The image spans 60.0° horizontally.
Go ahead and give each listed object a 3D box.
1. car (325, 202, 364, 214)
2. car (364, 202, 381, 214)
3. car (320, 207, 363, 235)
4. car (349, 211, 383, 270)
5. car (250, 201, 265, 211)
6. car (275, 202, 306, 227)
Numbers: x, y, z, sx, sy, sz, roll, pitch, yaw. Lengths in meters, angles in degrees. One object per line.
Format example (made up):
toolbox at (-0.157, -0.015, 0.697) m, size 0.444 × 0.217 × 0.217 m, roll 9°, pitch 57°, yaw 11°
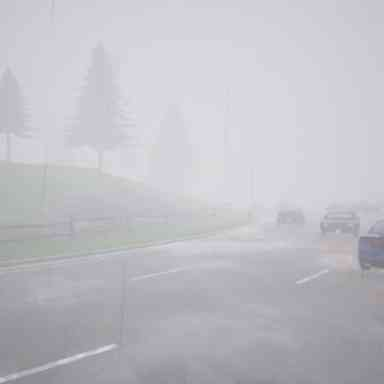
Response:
car at (17.705, 1.951, 39.658) m, size 2.033 × 1.411 × 5.357 m, roll -1°, pitch -1°, yaw -2°
car at (20.839, 1.889, 39.946) m, size 1.812 × 1.442 × 4.674 m, roll 0°, pitch -1°, yaw 2°
car at (8.812, 1.804, 19.617) m, size 1.895 × 1.301 × 4.718 m, roll -1°, pitch -1°, yaw 28°
car at (6.809, 1.563, 10.669) m, size 1.882 × 1.535 × 5.008 m, roll -1°, pitch 0°, yaw 40°
car at (10.719, 2.237, 54.476) m, size 2.128 × 1.511 × 4.902 m, roll -1°, pitch -1°, yaw 1°
car at (7.792, 1.800, 26.008) m, size 1.882 × 1.535 × 5.008 m, roll 0°, pitch -1°, yaw 21°
